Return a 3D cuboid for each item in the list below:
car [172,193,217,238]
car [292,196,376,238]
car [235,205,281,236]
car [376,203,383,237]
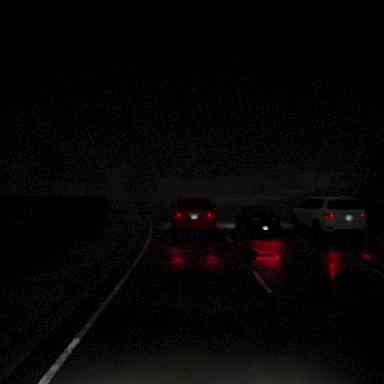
[{"bbox_3d":[0.102,1.235,17.759,2.150,2.045,5.566,0,0,0],"label":"car"},{"bbox_3d":[7.102,1.235,17.738,2.150,2.045,5.566,0,0,0],"label":"car"},{"bbox_3d":[3.602,1.519,18.714,1.837,1.490,4.892,0,0,0],"label":"car"},{"bbox_3d":[10.600,1.366,18.367,2.097,1.767,4.553,0,0,0],"label":"car"}]
